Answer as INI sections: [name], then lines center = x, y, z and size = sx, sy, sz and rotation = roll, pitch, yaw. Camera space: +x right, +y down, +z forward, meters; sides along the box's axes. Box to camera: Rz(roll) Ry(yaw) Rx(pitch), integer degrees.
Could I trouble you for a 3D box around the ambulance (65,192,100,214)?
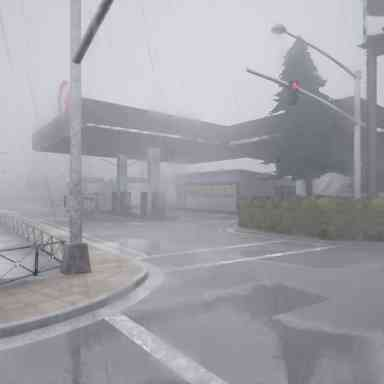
[ambulance]
center = -12.364, 1.222, 36.941
size = 2.351, 2.431, 6.366
rotation = 0, 0, -35
